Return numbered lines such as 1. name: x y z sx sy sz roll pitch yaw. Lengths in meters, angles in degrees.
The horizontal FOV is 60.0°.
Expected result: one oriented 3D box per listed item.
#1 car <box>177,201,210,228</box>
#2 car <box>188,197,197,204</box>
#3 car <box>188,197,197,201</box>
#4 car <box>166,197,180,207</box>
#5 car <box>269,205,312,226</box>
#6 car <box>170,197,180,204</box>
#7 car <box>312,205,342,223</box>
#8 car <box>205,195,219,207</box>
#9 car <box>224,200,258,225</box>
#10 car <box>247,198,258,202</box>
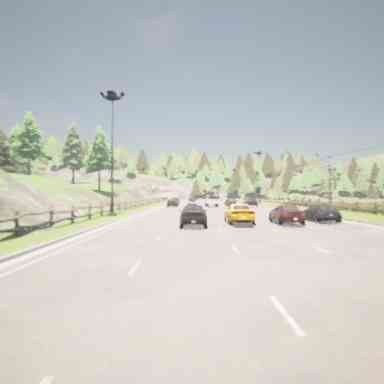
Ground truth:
1. car: 0.105 1.666 23.807 1.837 1.490 4.892 0 0 0
2. car: 0.013 1.805 69.887 1.837 1.490 4.892 0 0 0
3. car: 0.011 2.000 59.767 1.895 1.301 4.718 0 0 0
4. car: -3.489 1.873 59.322 1.882 1.535 5.008 0 0 0
5. car: 7.106 1.694 25.100 1.812 1.442 4.674 0 0 0
6. car: -3.487 1.804 69.877 1.837 1.490 4.892 0 0 0
7. car: 10.651 1.749 27.522 1.994 1.385 4.181 0 0 -1
8. car: 3.511 1.620 59.352 2.150 2.045 5.566 0 0 0
9. car: 3.605 1.649 25.621 1.882 1.535 5.008 0 0 0
10. car: 10.511 1.899 59.319 1.837 1.490 4.892 0 0 0
